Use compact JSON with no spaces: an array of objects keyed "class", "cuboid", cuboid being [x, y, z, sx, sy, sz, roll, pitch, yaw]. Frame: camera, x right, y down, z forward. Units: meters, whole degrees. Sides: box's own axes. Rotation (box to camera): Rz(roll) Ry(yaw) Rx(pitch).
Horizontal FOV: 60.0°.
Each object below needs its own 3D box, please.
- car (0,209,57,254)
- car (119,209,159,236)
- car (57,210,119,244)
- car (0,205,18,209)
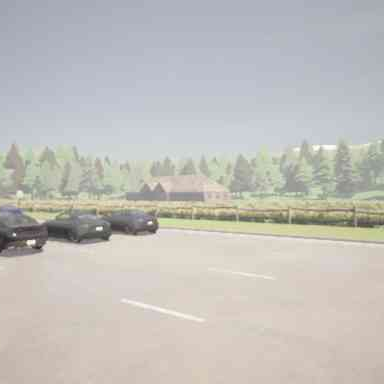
[{"class":"car","cuboid":[-7.983,1.643,13.861,4.892,1.490,1.837,0,0,36]},{"class":"car","cuboid":[-3.940,1.701,19.575,4.181,1.385,1.994,-1,0,36]},{"class":"car","cuboid":[-5.972,1.701,16.725,4.181,1.385,1.994,-1,0,36]},{"class":"car","cuboid":[-16.196,1.803,28.314,4.674,1.442,1.812,0,0,36]}]
